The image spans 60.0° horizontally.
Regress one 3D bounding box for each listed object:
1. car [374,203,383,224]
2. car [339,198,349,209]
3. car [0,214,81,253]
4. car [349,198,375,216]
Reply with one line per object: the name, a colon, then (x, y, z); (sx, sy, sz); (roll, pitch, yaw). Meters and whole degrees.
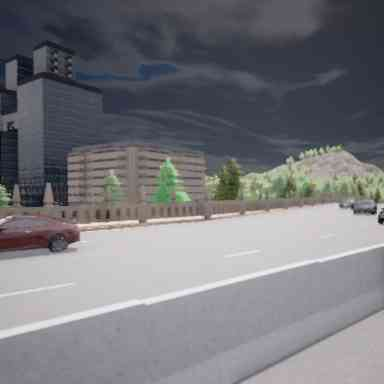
car: (14.645, 1.580, 23.749); (1.994, 1.385, 4.181); (0, 0, 38)
car: (21.310, 1.565, 45.096); (2.128, 1.511, 4.902); (-1, -1, 35)
car: (-6.564, 1.581, 12.382); (4.674, 1.442, 1.812); (0, 0, -38)
car: (17.654, 1.550, 33.793); (1.837, 1.490, 4.892); (-1, 0, 35)
